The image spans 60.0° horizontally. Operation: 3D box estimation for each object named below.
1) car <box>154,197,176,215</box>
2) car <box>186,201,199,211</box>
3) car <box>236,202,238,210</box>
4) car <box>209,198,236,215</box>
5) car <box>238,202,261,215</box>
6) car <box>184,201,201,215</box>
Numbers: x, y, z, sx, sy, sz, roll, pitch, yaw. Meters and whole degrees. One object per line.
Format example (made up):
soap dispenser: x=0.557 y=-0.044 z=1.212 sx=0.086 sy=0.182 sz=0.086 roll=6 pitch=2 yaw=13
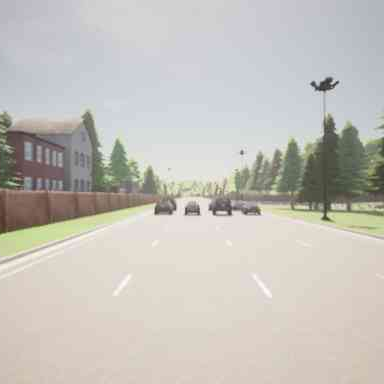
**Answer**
car: x=-3.424 y=1.816 z=40.988 sx=2.097 sy=1.767 sz=4.553 roll=0 pitch=-1 yaw=0
car: x=0.021 y=2.072 z=50.152 sx=1.837 sy=1.490 sz=4.892 roll=0 pitch=-1 yaw=0
car: x=7.021 y=2.131 z=50.154 sx=1.994 sy=1.385 sz=4.181 roll=0 pitch=-1 yaw=0
car: x=3.560 y=1.672 z=39.790 sx=2.150 sy=2.045 sz=5.566 roll=0 pitch=-1 yaw=1
car: x=7.068 y=1.980 z=40.133 sx=1.812 sy=1.442 sz=4.674 roll=0 pitch=-1 yaw=1
car: x=0.067 y=1.943 z=39.844 sx=2.128 sy=1.511 sz=4.902 roll=0 pitch=-1 yaw=1
